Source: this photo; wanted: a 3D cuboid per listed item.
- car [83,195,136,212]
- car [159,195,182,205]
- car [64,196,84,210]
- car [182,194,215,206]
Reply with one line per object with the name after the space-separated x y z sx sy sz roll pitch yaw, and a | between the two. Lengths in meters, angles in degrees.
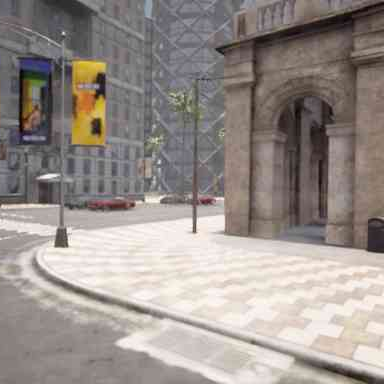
-7.757 1.181 32.332 1.895 1.301 4.718 1 1 35 | car
-2.589 1.084 45.656 1.994 1.385 4.181 1 1 36 | car
-10.584 1.068 34.396 2.033 1.411 5.357 1 1 35 | car
1.230 1.056 44.977 1.882 1.535 5.008 1 1 36 | car
